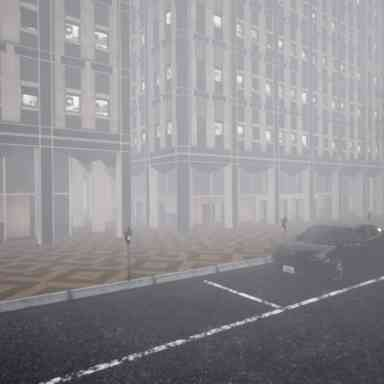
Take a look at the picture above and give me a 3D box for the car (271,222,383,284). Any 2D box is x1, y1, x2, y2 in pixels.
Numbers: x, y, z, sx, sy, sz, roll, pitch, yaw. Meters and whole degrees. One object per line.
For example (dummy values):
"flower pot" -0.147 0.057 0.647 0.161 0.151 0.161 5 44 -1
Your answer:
"car" 4.181 1.563 9.579 4.313 1.339 1.947 0 -1 -36
